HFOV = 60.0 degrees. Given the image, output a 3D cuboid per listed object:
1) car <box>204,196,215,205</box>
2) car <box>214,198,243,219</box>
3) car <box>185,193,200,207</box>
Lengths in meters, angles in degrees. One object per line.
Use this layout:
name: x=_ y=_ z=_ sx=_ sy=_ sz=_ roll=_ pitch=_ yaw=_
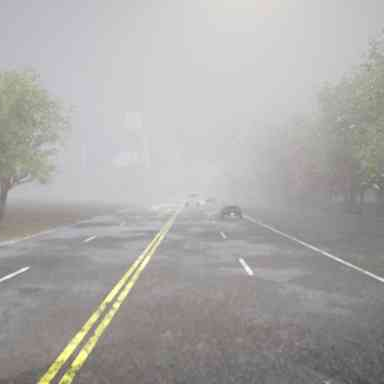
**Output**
car: x=3.265 y=1.476 z=59.403 sx=1.837 sy=1.490 sz=4.892 roll=1 pitch=-1 yaw=0
car: x=3.267 y=1.537 z=29.123 sx=1.837 sy=1.490 sz=4.892 roll=0 pitch=0 yaw=0
car: x=0.094 y=1.183 z=52.422 sx=2.150 sy=2.045 sz=5.566 roll=0 pitch=-1 yaw=0
